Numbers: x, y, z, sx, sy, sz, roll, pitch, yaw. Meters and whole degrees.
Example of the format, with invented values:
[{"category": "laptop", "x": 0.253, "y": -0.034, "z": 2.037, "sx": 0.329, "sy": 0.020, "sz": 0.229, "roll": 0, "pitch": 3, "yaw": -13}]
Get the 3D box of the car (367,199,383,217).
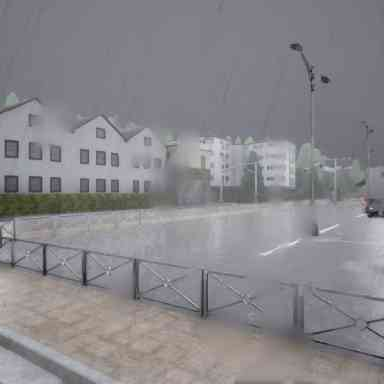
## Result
[{"category": "car", "x": 15.439, "y": 1.298, "z": 26.800, "sx": 2.007, "sy": 1.523, "sz": 4.514, "roll": 0, "pitch": 0, "yaw": 35}]
